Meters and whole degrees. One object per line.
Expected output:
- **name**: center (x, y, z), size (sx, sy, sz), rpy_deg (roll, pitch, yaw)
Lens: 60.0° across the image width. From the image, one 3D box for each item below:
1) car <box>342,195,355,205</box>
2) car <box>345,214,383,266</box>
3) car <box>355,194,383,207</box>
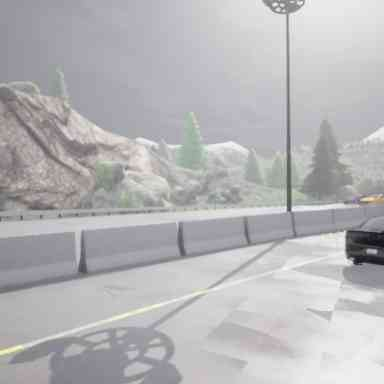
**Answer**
- **car**: center (23.003, 1.104, 46.044), size (4.892, 1.490, 1.837), rpy_deg (0, 0, -27)
- **car**: center (6.601, 1.374, 10.250), size (5.008, 1.535, 1.882), rpy_deg (-1, 0, -40)
- **car**: center (23.560, 1.082, 42.392), size (5.008, 1.535, 1.882), rpy_deg (-1, 0, -27)
